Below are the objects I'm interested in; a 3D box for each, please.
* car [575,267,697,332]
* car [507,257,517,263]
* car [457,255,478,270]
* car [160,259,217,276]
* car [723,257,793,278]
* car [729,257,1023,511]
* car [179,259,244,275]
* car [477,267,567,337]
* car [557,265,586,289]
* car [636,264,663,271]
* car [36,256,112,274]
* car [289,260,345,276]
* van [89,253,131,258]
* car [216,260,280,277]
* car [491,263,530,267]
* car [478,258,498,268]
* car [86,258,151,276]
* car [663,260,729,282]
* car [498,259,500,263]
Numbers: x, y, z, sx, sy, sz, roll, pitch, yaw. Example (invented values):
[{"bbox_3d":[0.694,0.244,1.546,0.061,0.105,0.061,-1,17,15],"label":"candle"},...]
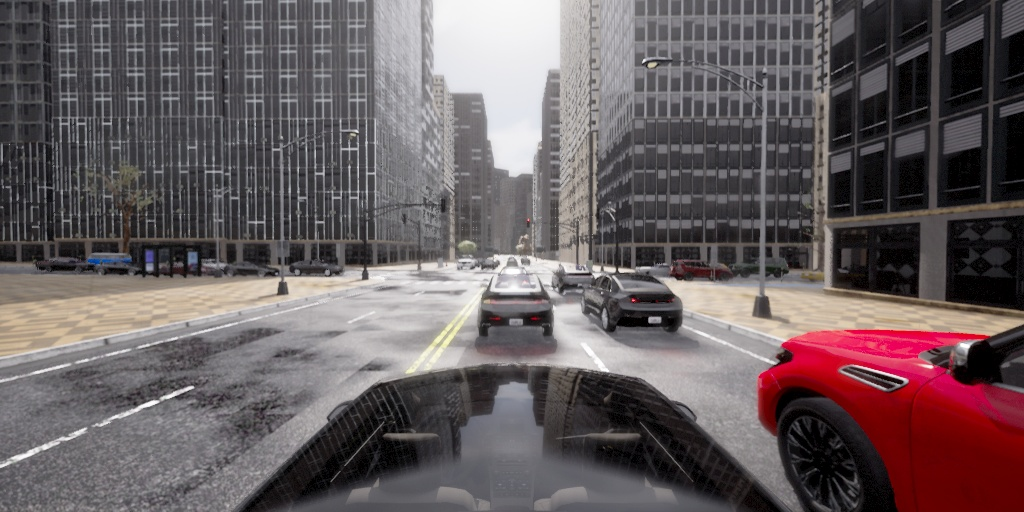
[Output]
[{"bbox_3d":[3.340,1.249,10.797,1.837,1.490,4.892,0,0,0],"label":"car"},{"bbox_3d":[0.040,1.216,62.264,1.812,1.442,4.674,0,0,0],"label":"car"},{"bbox_3d":[-6.639,0.925,52.525,2.150,2.045,5.566,0,0,0],"label":"car"},{"bbox_3d":[-28.445,1.131,31.522,4.207,1.307,1.802,0,0,1],"label":"car"},{"bbox_3d":[24.970,1.153,36.533,5.566,2.045,2.150,1,1,1],"label":"car"},{"bbox_3d":[3.348,0.972,0.934,2.150,2.045,5.566,0,0,0],"label":"car"},{"bbox_3d":[-28.619,1.029,34.214,4.674,1.442,1.812,0,1,1],"label":"car"},{"bbox_3d":[0.091,1.236,10.303,2.128,1.511,4.902,0,0,0],"label":"car"},{"bbox_3d":[3.333,1.228,20.045,2.128,1.511,4.902,0,0,0],"label":"car"},{"bbox_3d":[15.065,1.445,36.686,4.718,1.301,1.895,0,1,0],"label":"car"},{"bbox_3d":[-42.113,0.981,34.489,4.718,1.301,1.895,1,1,1],"label":"car"},{"bbox_3d":[-18.439,1.101,34.000,4.892,1.490,1.837,1,1,2],"label":"car"},{"bbox_3d":[-45.325,0.596,40.339,3.998,1.789,1.690,0,0,1],"label":"van"},{"bbox_3d":[-22.761,1.167,31.394,4.313,1.339,1.948,0,0,1],"label":"car"},{"bbox_3d":[0.082,1.284,20.038,2.033,1.411,5.357,0,0,0],"label":"car"},{"bbox_3d":[-3.388,1.182,52.077,1.882,1.535,5.008,0,0,0],"label":"car"},{"bbox_3d":[-34.126,1.063,31.689,4.313,1.339,1.948,0,0,1],"label":"car"},{"bbox_3d":[16.165,1.263,30.904,5.009,1.841,2.192,0,0,1],"label":"car"},{"bbox_3d":[-3.390,1.255,61.663,1.994,1.385,4.181,0,0,0],"label":"car"}]
